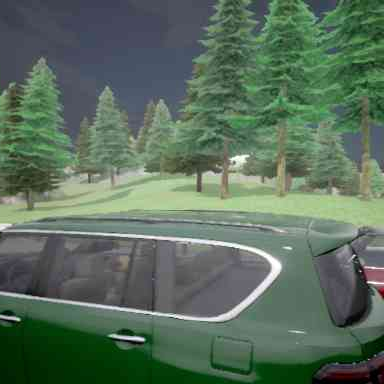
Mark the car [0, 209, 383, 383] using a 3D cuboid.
[{"bbox_3d":[-0.968,1.221,3.587,5.566,2.045,2.150,0,0,24],"label":"car"}]

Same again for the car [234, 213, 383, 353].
[{"bbox_3d":[3.199,1.350,5.513,4.553,1.767,2.097,0,0,25],"label":"car"}]
